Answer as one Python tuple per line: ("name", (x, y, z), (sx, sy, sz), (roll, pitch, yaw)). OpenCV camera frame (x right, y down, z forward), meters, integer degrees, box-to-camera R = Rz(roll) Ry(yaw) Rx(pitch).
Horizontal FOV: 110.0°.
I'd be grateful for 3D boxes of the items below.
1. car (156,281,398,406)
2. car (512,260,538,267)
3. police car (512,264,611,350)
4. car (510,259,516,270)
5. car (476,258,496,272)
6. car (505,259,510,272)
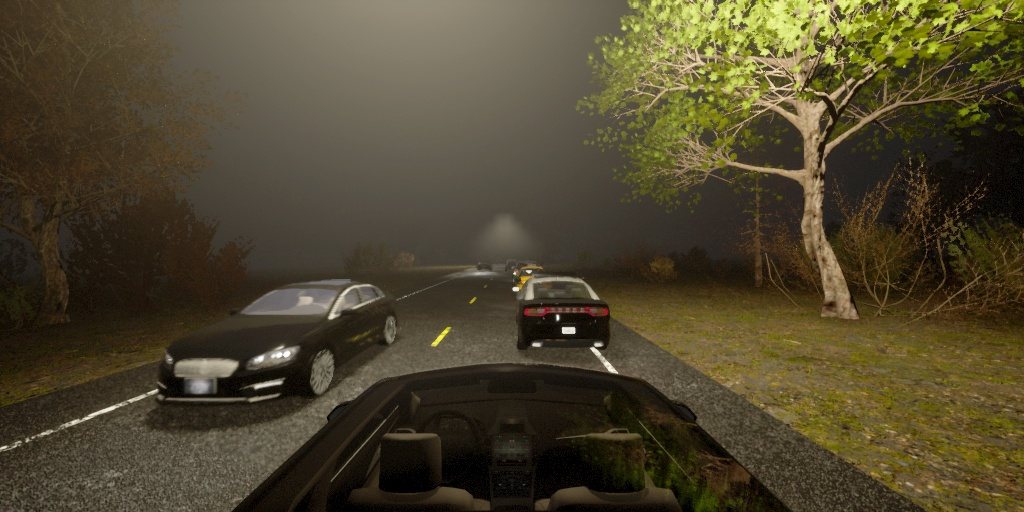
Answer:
("car", (-3.600, 1.243, 6.589), (2.128, 1.511, 4.902), (0, 0, 0))
("car", (1.049, 1.209, 19.312), (1.801, 1.575, 5.366), (0, 0, 0))
("police car", (1.050, 1.177, 9.230), (1.930, 1.638, 5.238), (0, 0, 0))
("car", (1.049, 1.106, 25.092), (2.097, 1.767, 4.553), (0, 0, 0))
("car", (-3.599, 1.249, 47.619), (2.128, 1.511, 4.902), (0, 0, 0))
("car", (0.026, 1.283, 47.379), (1.812, 1.442, 4.674), (0, 0, 1))
